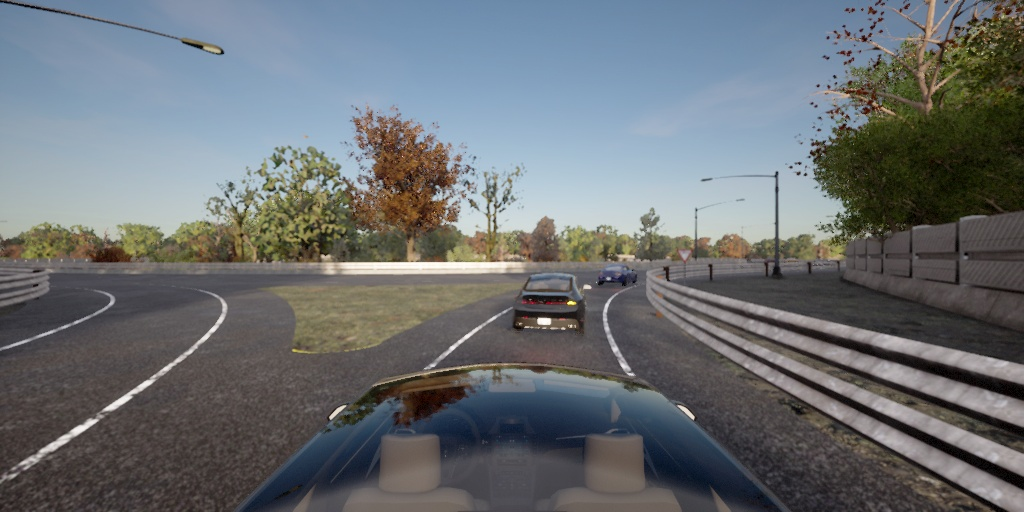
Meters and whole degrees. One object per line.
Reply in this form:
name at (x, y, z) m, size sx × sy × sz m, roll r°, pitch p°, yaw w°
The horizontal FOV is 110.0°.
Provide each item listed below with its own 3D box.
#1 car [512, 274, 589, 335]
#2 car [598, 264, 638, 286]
car at (1.265, 1.271, 10.713) m, size 1.837 × 1.490 × 4.892 m, roll 0°, pitch 0°, yaw 12°
car at (7.561, 1.318, 25.517) m, size 1.812 × 1.442 × 4.674 m, roll 0°, pitch 0°, yaw 32°
